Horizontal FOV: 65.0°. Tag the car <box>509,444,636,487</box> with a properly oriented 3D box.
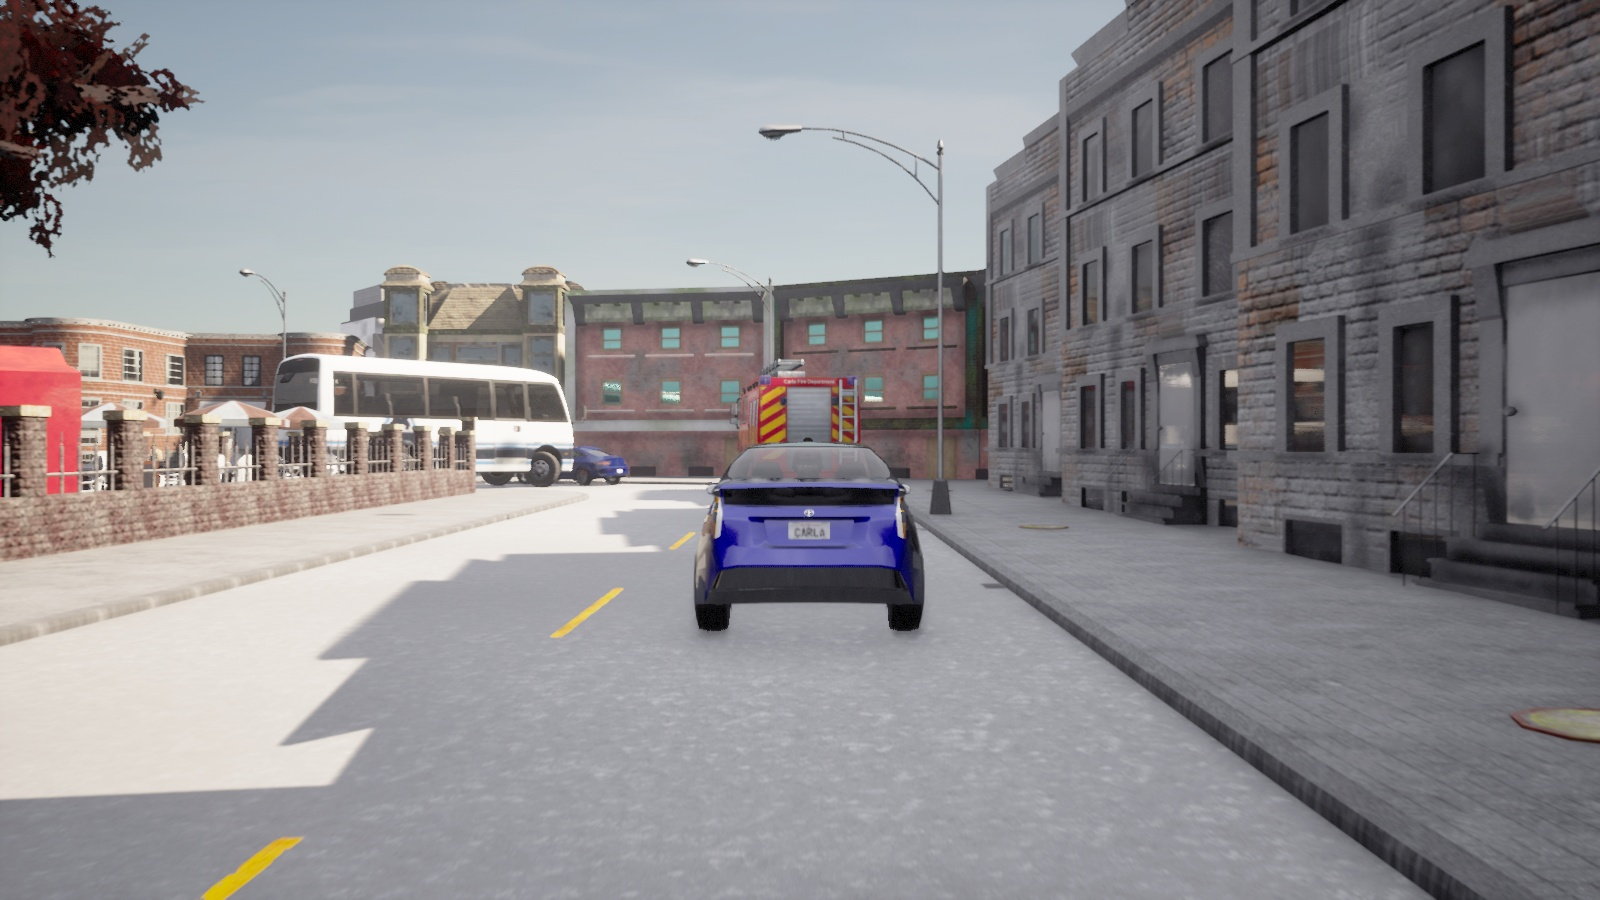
[{"bbox_3d":[-8.578,0.556,47.198,4.674,1.442,1.812,1,2,31],"label":"car"}]

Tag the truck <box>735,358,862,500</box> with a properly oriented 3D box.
[{"bbox_3d":[-0.251,-0.575,38.106,2.891,3.827,8.468,0,0,-7],"label":"truck"}]

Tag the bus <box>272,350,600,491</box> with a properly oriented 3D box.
[{"bbox_3d":[-12.121,-0.864,42.975,3.944,4.253,10.273,0,0,41],"label":"bus"}]

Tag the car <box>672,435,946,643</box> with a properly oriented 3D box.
[{"bbox_3d":[0.080,0.646,11.469,2.007,1.525,4.514,0,0,0],"label":"car"}]
